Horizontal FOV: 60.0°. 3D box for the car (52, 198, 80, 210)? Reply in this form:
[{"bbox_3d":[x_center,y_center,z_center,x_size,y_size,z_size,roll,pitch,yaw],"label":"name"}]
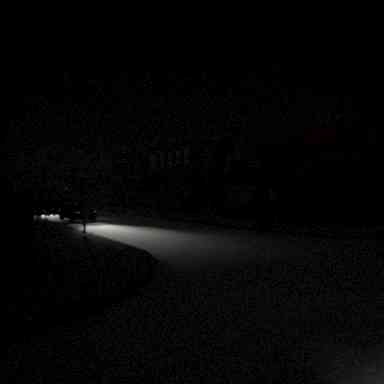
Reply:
[{"bbox_3d":[-16.812,1.488,44.148,2.033,1.411,5.357,0,0,-37],"label":"car"}]

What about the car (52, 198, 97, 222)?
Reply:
[{"bbox_3d":[-8.924,1.454,25.813,2.128,1.511,4.902,0,0,-35],"label":"car"}]

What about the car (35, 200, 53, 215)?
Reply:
[{"bbox_3d":[-14.714,1.526,33.969,1.994,1.385,4.181,0,0,-35],"label":"car"}]
